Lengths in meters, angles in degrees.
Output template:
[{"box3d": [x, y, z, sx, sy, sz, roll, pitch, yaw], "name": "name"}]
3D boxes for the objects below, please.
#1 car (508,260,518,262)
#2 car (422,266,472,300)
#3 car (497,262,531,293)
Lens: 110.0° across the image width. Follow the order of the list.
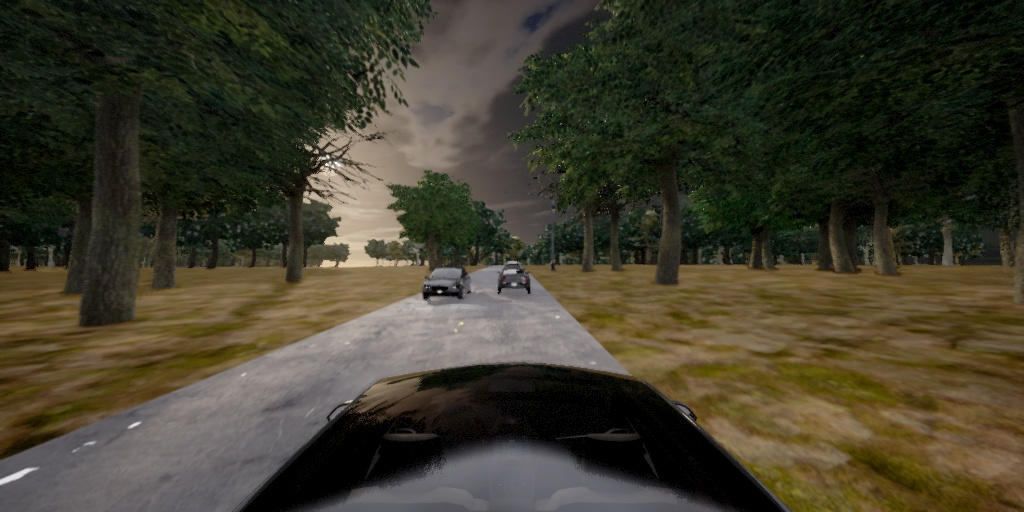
[{"box3d": [0.123, 1.307, 46.659, 1.882, 1.535, 5.008, 0, 0, 0], "name": "car"}, {"box3d": [-3.092, 1.279, 17.763, 1.837, 1.490, 4.892, 0, 0, 0], "name": "car"}, {"box3d": [0.109, 1.302, 20.884, 1.812, 1.442, 4.674, 0, 0, 0], "name": "car"}]
